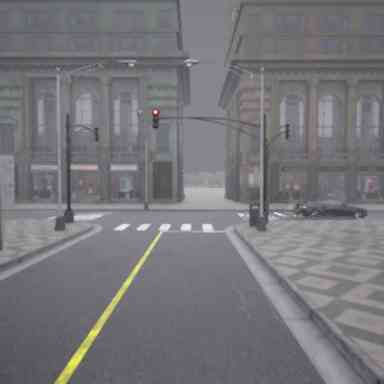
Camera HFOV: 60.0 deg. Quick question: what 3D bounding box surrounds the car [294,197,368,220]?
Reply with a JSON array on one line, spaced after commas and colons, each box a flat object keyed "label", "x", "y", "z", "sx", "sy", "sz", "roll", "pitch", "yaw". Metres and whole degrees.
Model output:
[{"label": "car", "x": 9.282, "y": 1.095, "z": 22.353, "sx": 4.674, "sy": 1.442, "sz": 1.812, "roll": 0, "pitch": 2, "yaw": 0}]
